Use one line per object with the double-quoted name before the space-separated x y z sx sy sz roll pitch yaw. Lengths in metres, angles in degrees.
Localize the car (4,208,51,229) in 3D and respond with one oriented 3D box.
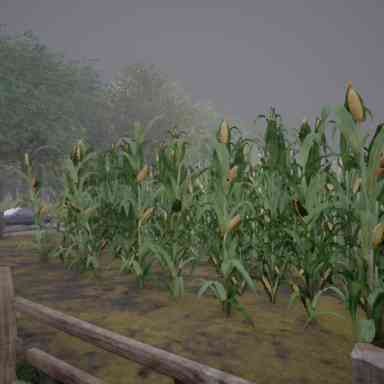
"car" -12.529 1.860 24.051 1.812 1.442 4.674 0 -1 34
